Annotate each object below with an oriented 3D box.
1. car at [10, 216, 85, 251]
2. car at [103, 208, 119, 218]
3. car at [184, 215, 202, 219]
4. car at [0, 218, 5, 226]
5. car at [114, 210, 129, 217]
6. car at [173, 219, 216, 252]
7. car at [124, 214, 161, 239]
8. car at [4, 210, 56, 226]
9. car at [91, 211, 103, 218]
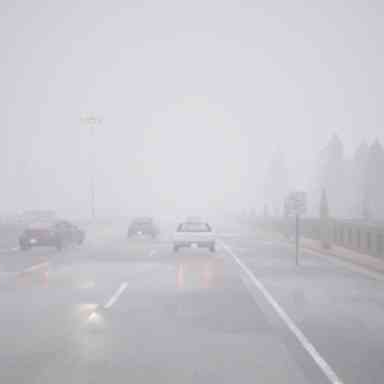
[{"bbox_3d":[-6.900,2.097,16.752,1.812,1.442,4.674,0,-4,0],"label":"car"},{"bbox_3d":[-17.503,4.676,73.875,2.150,2.045,5.566,0,0,0],"label":"car"},{"bbox_3d":[0.099,3.506,39.975,1.837,1.490,4.892,0,-4,0],"label":"car"},{"bbox_3d":[-17.580,3.017,34.483,2.097,1.767,4.553,0,-3,0],"label":"car"},{"bbox_3d":[-14.003,4.981,68.832,2.033,1.411,5.357,0,-1,0],"label":"car"},{"bbox_3d":[0.099,2.168,16.687,1.895,1.301,4.718,0,-4,0],"label":"car"},{"bbox_3d":[-3.401,2.525,23.999,1.837,1.490,4.892,0,-4,0],"label":"car"},{"bbox_3d":[-14.086,2.618,30.058,2.150,2.045,5.566,0,-4,0],"label":"car"},{"bbox_3d":[-21.003,4.976,73.904,2.128,1.511,4.902,0,0,0],"label":"car"}]
